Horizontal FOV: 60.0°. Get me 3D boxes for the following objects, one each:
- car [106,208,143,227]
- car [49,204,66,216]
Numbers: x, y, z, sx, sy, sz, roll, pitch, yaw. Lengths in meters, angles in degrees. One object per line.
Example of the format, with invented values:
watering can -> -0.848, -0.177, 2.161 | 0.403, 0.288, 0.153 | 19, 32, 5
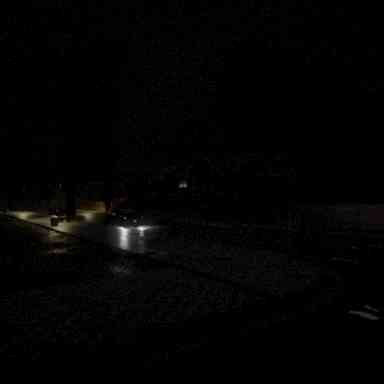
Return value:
car -> -5.822, 2.057, 28.122 | 1.812, 1.442, 4.674 | 0, -1, -35
car -> -18.265, 2.398, 45.832 | 1.882, 1.535, 5.008 | 0, -1, -35
